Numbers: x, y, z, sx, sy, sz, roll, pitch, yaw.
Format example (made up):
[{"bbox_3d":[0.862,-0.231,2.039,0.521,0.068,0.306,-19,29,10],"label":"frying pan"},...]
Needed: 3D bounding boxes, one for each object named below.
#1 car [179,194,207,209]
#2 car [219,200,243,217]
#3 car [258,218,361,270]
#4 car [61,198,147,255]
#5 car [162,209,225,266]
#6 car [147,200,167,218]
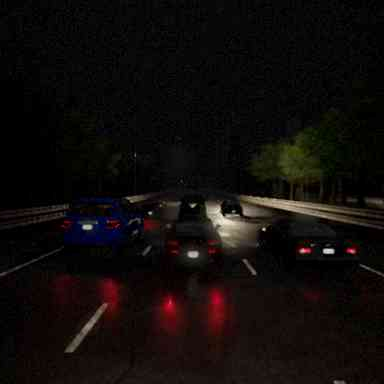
[{"bbox_3d":[0.076,1.172,28.777,2.150,2.045,5.566,0,1,0],"label":"car"},{"bbox_3d":[3.584,1.460,30.793,1.812,1.442,4.674,0,0,0],"label":"car"},{"bbox_3d":[3.549,1.579,11.105,2.033,1.411,5.357,0,0,0],"label":"car"},{"bbox_3d":[-3.429,1.251,13.652,2.150,2.045,5.566,0,0,0],"label":"car"},{"bbox_3d":[0.054,1.557,11.510,1.812,1.442,4.674,0,0,0],"label":"car"},{"bbox_3d":[-3.417,1.448,29.883,1.837,1.490,4.892,0,1,0],"label":"car"}]
